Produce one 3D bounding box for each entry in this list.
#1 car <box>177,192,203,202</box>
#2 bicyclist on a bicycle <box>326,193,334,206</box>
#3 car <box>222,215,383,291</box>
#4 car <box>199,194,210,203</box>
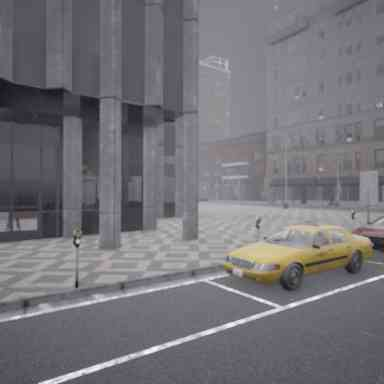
[{"bbox_3d":[-0.405,0.873,58.239,2.128,1.511,4.902,0,0,-35],"label":"car"},{"bbox_3d":[16.503,0.923,39.654,1.656,1.620,0.582,0,0,-35],"label":"bicyclist on a bicycle"},{"bbox_3d":[2.993,1.478,8.899,4.829,1.417,1.752,0,1,-36],"label":"car"},{"bbox_3d":[0.494,0.972,51.541,2.033,1.411,5.357,0,0,-35],"label":"car"}]
